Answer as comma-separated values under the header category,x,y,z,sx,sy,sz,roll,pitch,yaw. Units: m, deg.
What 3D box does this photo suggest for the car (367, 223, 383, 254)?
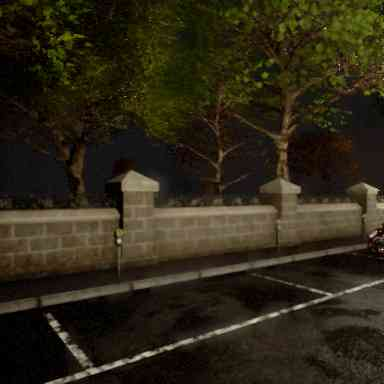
category,x,y,z,sx,sy,sz,roll,pitch,yaw
car,8.514,1.588,12.796,4.097,1.590,1.967,1,-1,-36
